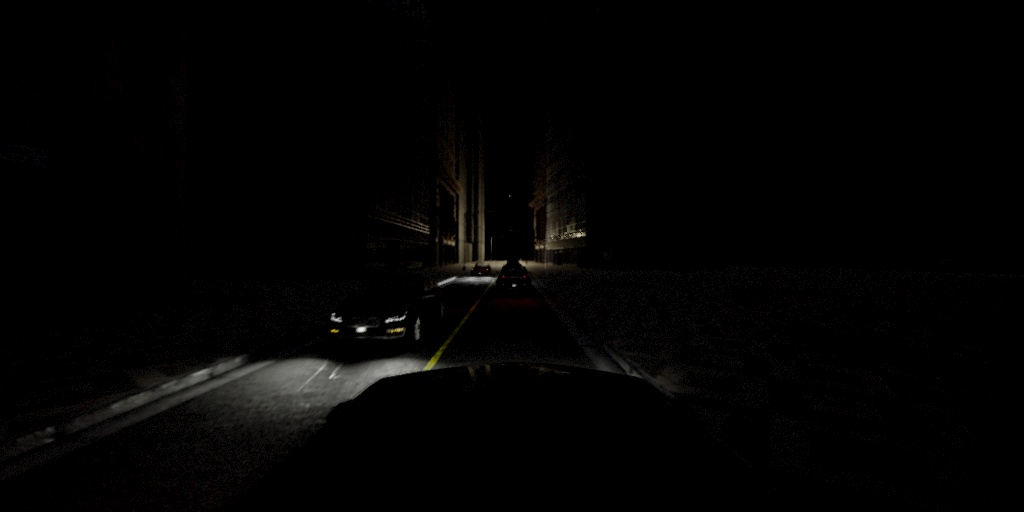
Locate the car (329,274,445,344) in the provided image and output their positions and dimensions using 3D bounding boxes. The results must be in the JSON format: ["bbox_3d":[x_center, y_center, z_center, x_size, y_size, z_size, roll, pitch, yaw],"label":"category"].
[{"bbox_3d":[-3.058,1.263,9.738,1.837,1.490,4.892,0,0,0],"label":"car"}]

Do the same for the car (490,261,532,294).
[{"bbox_3d":[0.105,1.253,20.146,2.128,1.511,4.902,0,0,0],"label":"car"}]

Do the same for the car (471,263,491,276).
[{"bbox_3d":[-3.085,1.353,36.676,1.895,1.301,4.718,0,0,0],"label":"car"}]
